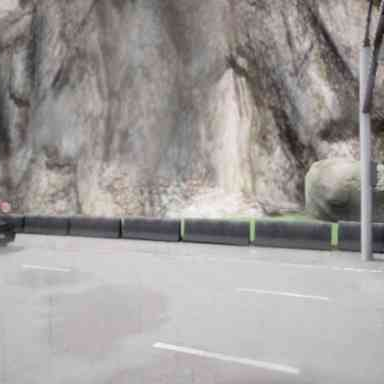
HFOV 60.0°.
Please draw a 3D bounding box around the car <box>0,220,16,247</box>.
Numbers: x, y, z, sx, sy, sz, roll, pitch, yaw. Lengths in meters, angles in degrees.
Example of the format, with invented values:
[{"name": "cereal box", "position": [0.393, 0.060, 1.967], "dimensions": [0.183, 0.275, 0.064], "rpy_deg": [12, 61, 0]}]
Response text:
[{"name": "car", "position": [-10.135, 1.689, 14.723], "dimensions": [5.008, 1.535, 1.882], "rpy_deg": [0, -1, 23]}]
